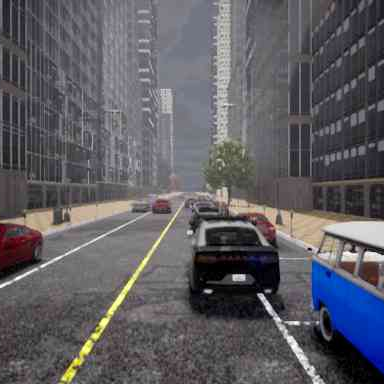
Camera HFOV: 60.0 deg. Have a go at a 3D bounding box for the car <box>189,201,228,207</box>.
[{"bbox_3d":[0.868,1.497,18.780,1.837,1.490,4.892,0,0,0],"label":"car"}]

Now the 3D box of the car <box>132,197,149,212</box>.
[{"bbox_3d":[-5.756,1.532,37.907,2.008,1.369,4.403,0,0,0],"label":"car"}]

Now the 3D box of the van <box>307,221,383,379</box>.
[{"bbox_3d":[2.685,1.339,3.764,1.690,1.788,3.998,0,0,0],"label":"van"}]

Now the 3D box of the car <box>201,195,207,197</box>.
[{"bbox_3d":[2.605,1.518,49.303,2.008,1.369,4.403,0,0,0],"label":"car"}]

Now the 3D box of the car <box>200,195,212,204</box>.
[{"bbox_3d":[2.585,1.386,60.688,1.967,1.590,4.097,0,0,0],"label":"car"}]

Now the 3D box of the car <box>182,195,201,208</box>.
[{"bbox_3d":[-0.069,1.497,46.397,1.812,1.442,4.674,0,0,0],"label":"car"}]

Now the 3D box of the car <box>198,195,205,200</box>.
[{"bbox_3d":[2.534,1.426,89.151,1.887,1.381,4.507,0,0,0],"label":"car"}]

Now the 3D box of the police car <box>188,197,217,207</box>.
[{"bbox_3d":[0.858,1.414,24.890,1.930,1.638,5.238,0,0,0],"label":"police car"}]

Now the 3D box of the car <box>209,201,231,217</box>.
[{"bbox_3d":[2.635,1.568,32.226,1.802,1.307,4.206,0,0,0],"label":"car"}]

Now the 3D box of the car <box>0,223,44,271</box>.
[{"bbox_3d":[-5.706,1.578,9.444,1.802,1.307,4.206,0,0,0],"label":"car"}]

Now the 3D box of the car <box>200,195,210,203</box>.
[{"bbox_3d":[2.574,1.374,66.380,1.967,1.590,4.097,0,0,0],"label":"car"}]

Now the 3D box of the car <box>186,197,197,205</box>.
[{"bbox_3d":[-0.106,1.547,60.386,1.895,1.301,4.718,0,0,0],"label":"car"}]

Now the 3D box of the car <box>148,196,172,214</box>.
[{"bbox_3d":[-3.162,1.461,35.528,1.882,1.535,5.008,0,0,0],"label":"car"}]

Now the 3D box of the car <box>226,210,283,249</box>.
[{"bbox_3d":[2.665,1.575,15.148,1.802,1.307,4.206,0,0,0],"label":"car"}]

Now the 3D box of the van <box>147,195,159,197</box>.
[{"bbox_3d":[-5.776,1.308,49.292,1.690,1.788,3.998,0,0,0],"label":"van"}]

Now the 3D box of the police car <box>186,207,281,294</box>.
[{"bbox_3d":[0.886,1.421,8.890,1.930,1.638,5.238,0,0,0],"label":"police car"}]
